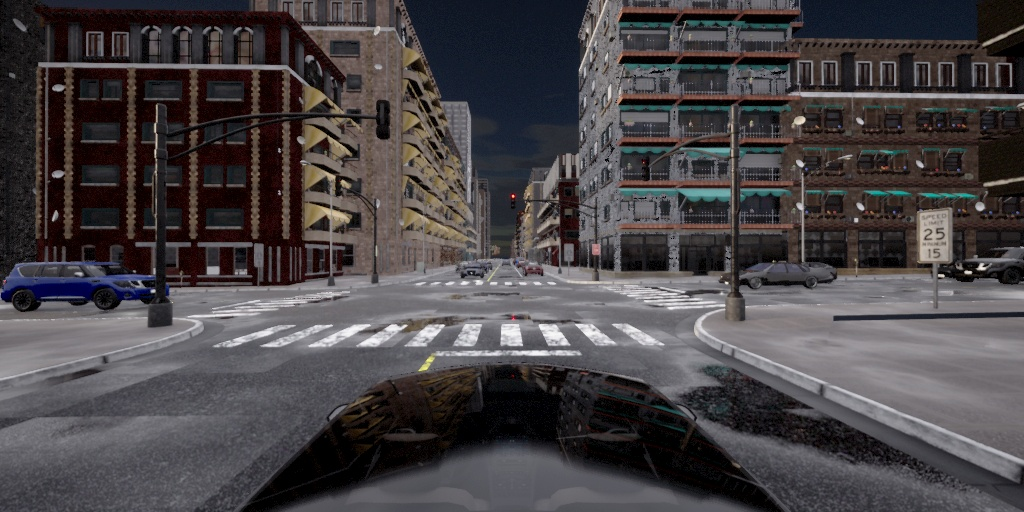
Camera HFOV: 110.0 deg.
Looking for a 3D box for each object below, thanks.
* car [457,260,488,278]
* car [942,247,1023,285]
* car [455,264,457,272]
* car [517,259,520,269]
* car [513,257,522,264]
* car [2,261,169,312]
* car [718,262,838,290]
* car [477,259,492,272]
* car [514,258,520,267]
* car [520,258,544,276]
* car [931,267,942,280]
[{"bbox_3d":[-3.614,1.337,33.627,1.994,1.385,4.181,0,0,-1],"label":"car"},{"bbox_3d":[28.206,0.500,20.054,5.566,2.045,2.150,-1,0,-1],"label":"car"},{"bbox_3d":[-6.441,1.336,47.657,2.007,1.370,4.403,0,0,-1],"label":"car"},{"bbox_3d":[2.031,1.331,42.262,2.007,1.370,4.403,0,0,-1],"label":"car"},{"bbox_3d":[1.664,1.384,64.396,1.802,1.307,4.207,0,0,-1],"label":"car"},{"bbox_3d":[-18.654,1.253,15.846,5.566,2.045,2.150,-1,0,-1],"label":"car"},{"bbox_3d":[14.449,1.051,19.758,5.357,1.411,2.033,-1,0,-1],"label":"car"},{"bbox_3d":[-3.777,1.383,43.520,1.895,1.301,4.718,0,0,-1],"label":"car"},{"bbox_3d":[1.756,1.378,58.863,1.802,1.307,4.207,0,0,-1],"label":"car"},{"bbox_3d":[2.123,1.216,36.729,1.967,1.591,4.097,0,0,-1],"label":"car"},{"bbox_3d":[29.265,0.842,22.666,4.313,1.339,1.948,0,0,-1],"label":"car"}]
